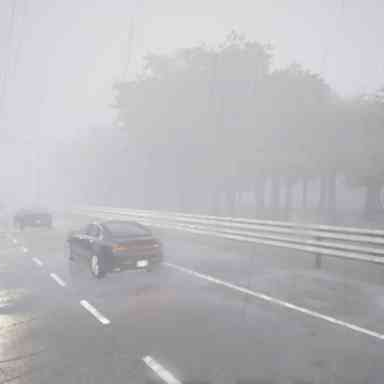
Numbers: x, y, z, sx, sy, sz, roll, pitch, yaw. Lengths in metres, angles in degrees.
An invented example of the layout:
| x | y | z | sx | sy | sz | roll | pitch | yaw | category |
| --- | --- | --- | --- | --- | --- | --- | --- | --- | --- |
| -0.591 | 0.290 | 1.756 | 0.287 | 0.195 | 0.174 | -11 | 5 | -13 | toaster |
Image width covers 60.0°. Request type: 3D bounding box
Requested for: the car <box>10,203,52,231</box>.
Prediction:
| x | y | z | sx | sy | sz | roll | pitch | yaw | category |
| --- | --- | --- | --- | --- | --- | --- | --- | --- | --- |
| -11.000 | 1.743 | 22.870 | 1.882 | 1.535 | 5.008 | 1 | -1 | -34 | car |

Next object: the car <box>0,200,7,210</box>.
| x | y | z | sx | sy | sz | roll | pitch | yaw | category |
| --- | --- | --- | --- | --- | --- | --- | --- | --- | --- |
| -29.320 | 2.038 | 49.990 | 1.812 | 1.442 | 4.674 | 1 | -1 | -31 | car |

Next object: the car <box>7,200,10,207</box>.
| x | y | z | sx | sy | sz | roll | pitch | yaw | category |
| --- | --- | --- | --- | --- | --- | --- | --- | --- | --- |
| -36.364 | 2.179 | 64.188 | 1.812 | 1.442 | 4.674 | 1 | -1 | -20 | car |

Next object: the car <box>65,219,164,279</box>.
| x | y | z | sx | sy | sz | roll | pitch | yaw | category |
| --- | --- | --- | --- | --- | --- | --- | --- | --- | --- |
| -2.656 | 1.640 | 10.694 | 1.837 | 1.490 | 4.892 | 1 | -1 | -34 | car |
